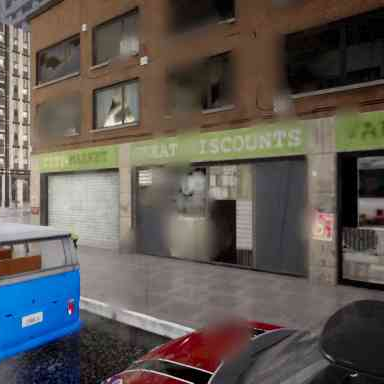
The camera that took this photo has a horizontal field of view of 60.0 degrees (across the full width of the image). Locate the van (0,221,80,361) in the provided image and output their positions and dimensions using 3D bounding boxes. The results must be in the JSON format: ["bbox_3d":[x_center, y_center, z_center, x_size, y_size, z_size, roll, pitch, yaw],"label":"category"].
[{"bbox_3d":[-3.485,1.343,5.197,3.998,1.788,1.690,0,0,35],"label":"van"}]

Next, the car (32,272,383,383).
[{"bbox_3d":[1.155,1.440,1.903,4.097,1.590,1.967,0,0,35],"label":"car"}]
